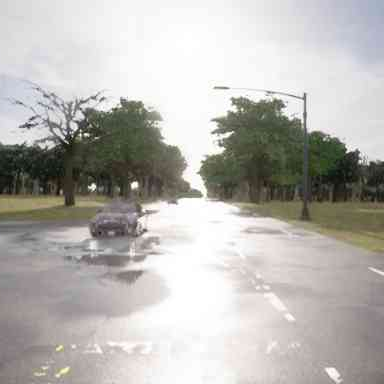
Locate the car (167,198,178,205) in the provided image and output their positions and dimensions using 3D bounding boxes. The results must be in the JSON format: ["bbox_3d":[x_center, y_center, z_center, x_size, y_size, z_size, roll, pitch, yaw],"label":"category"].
[{"bbox_3d":[-3.559,1.720,60.816,1.895,1.301,4.718,0,0,0],"label":"car"}]

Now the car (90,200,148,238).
[{"bbox_3d":[-3.486,1.230,16.638,2.097,1.767,4.553,1,-1,0],"label":"car"}]
